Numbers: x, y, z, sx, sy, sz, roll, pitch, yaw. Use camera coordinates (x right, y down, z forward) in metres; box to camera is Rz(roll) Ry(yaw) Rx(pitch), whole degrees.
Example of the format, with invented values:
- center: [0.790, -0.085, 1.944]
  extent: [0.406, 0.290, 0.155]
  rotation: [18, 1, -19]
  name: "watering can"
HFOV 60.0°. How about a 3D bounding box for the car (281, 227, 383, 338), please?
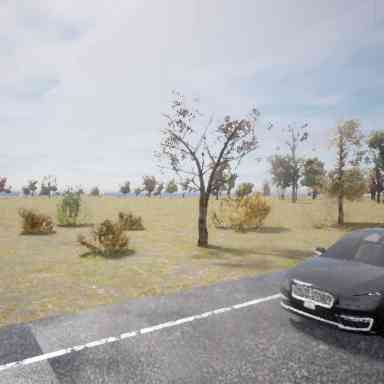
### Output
- center: [3.826, 1.506, 6.542]
  extent: [4.892, 1.490, 1.837]
  rotation: [0, 0, -35]
  name: "car"
